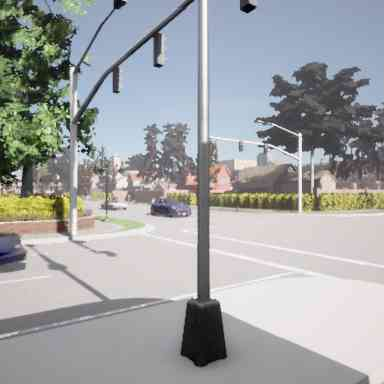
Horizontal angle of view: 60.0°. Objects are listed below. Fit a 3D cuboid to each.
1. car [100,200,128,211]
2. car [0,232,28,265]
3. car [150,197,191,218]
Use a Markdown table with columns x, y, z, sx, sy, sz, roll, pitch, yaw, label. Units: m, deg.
| x | y | z | sx | sy | sz | roll | pitch | yaw | label |
| --- | --- | --- | --- | --- | --- | --- | --- | --- | --- |
| -9.736 | 1.596 | 41.521 | 1.895 | 1.301 | 4.718 | 0 | 0 | -36 | car |
| -7.259 | 1.548 | 8.557 | 5.357 | 1.411 | 2.033 | 0 | 0 | -35 | car |
| -2.005 | 1.347 | 30.831 | 2.097 | 1.767 | 4.553 | 0 | 0 | -36 | car |
